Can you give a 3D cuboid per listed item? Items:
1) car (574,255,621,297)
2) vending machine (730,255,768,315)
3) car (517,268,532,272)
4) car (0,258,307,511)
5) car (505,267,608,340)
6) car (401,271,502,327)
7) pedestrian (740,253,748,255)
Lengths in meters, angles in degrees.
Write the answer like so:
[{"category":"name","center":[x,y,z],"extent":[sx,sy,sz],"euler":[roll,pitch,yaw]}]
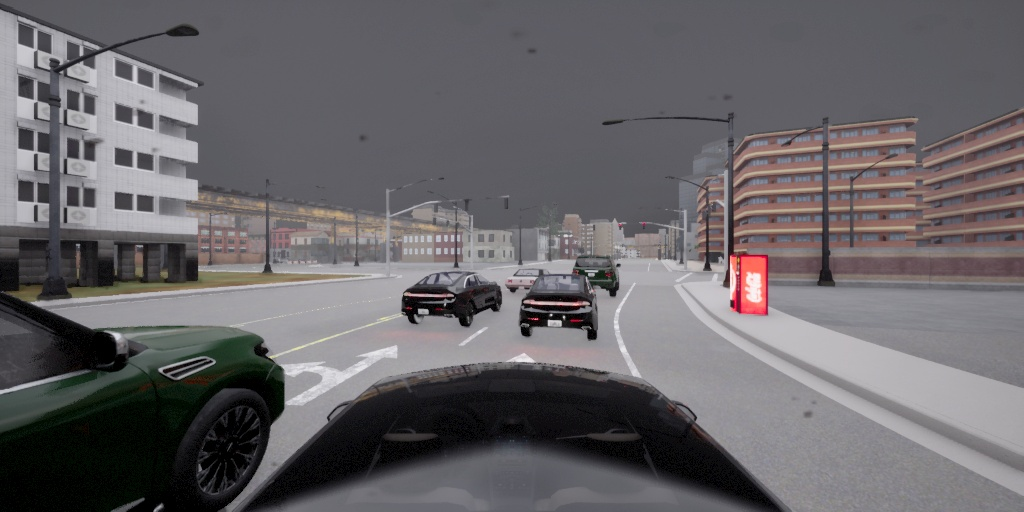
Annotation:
[{"category":"car","center":[4.578,0.971,19.347],"extent":[2.150,2.045,5.566],"euler":[0,0,19]},{"category":"vending machine","center":[7.825,0.945,11.853],"extent":[1.100,2.100,0.880],"euler":[0,0,20]},{"category":"car","center":[1.301,1.351,20.527],"extent":[1.895,1.301,4.718],"euler":[0,0,21]},{"category":"car","center":[-3.292,0.972,1.133],"extent":[2.150,2.045,5.566],"euler":[0,0,0]},{"category":"car","center":[1.448,1.242,10.108],"extent":[2.128,1.511,4.902],"euler":[0,0,13]},{"category":"car","center":[-1.710,1.242,11.714],"extent":[2.128,1.511,4.902],"euler":[0,0,14]},{"category":"pedestrian","center":[8.059,0.795,12.472],"extent":[0.375,1.860,0.375],"euler":[0,0,21]}]
